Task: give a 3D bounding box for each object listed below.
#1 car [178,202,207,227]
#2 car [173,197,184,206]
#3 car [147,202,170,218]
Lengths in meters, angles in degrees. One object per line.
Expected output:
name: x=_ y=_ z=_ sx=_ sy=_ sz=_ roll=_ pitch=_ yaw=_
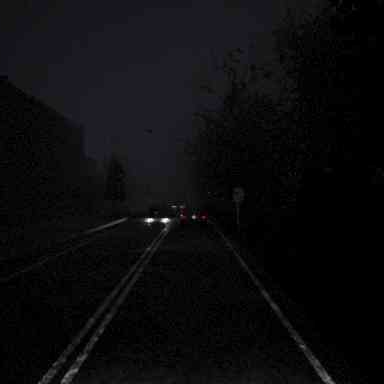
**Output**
car: x=0.130 y=1.692 z=23.860 sx=2.033 sy=1.411 sz=5.357 roll=0 pitch=-1 yaw=0
car: x=-3.007 y=2.088 z=75.641 sx=2.150 sy=2.045 sz=5.566 roll=0 pitch=-1 yaw=0
car: x=-3.287 y=1.778 z=33.300 sx=1.837 sy=1.490 sz=4.892 roll=0 pitch=-1 yaw=0
